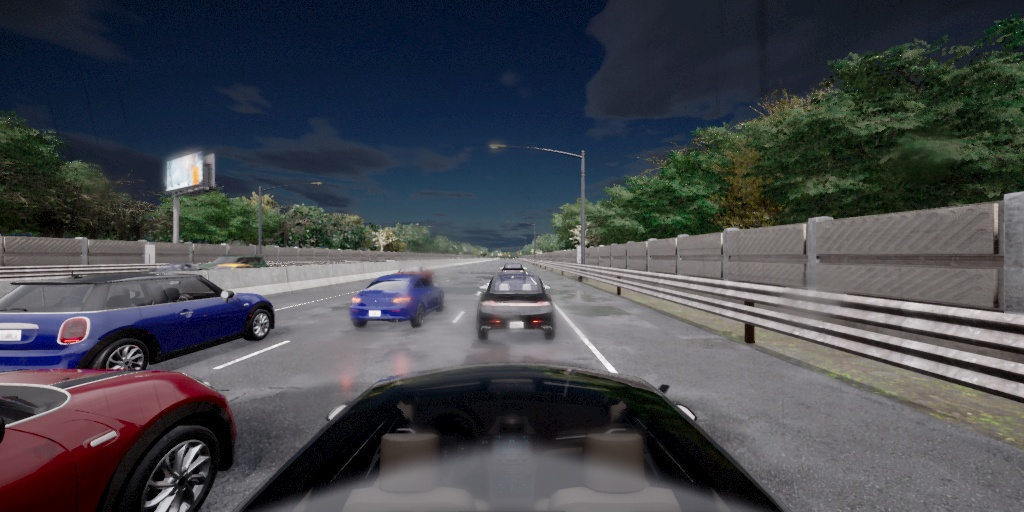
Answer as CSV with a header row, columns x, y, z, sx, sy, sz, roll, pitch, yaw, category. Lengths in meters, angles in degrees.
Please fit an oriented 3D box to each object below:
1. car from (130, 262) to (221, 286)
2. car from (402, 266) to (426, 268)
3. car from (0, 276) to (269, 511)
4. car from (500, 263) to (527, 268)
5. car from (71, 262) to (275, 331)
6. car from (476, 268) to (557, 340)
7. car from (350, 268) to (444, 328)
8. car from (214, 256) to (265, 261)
x,y,z,sx,sy,sz,roll,pitch,yaw,category
-24.602,1.264,26.549,2.128,1.511,4.902,0,0,0,car
-6.905,1.371,25.639,1.895,1.301,4.718,0,0,1,car
-3.405,1.102,1.177,2.097,1.767,4.553,0,0,0,car
0.093,1.264,27.217,2.128,1.511,4.902,0,0,0,car
-6.896,1.104,7.022,2.097,1.767,4.553,0,0,-1,car
0.100,1.244,9.978,2.128,1.511,4.902,0,0,0,car
-3.405,1.280,11.295,1.812,1.442,4.674,0,0,1,car
-21.102,0.996,27.204,2.150,2.045,5.566,0,0,0,car
